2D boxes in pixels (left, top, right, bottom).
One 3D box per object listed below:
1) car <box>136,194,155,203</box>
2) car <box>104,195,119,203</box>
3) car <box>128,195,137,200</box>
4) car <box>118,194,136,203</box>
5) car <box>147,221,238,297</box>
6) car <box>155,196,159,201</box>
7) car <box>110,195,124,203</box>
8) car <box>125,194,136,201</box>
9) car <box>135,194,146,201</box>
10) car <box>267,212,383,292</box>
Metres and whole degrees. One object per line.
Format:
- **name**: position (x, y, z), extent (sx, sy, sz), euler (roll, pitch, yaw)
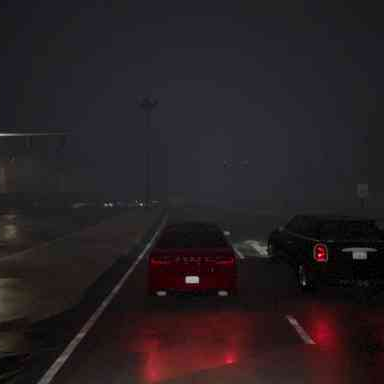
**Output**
- **car**: position (-9.276, 1.473, 66.950), extent (2.128, 1.511, 4.902), euler (0, 0, 1)
- **car**: position (-16.263, 1.483, 66.644), extent (2.128, 1.511, 4.902), euler (0, 0, 0)
- **car**: position (-16.245, 1.494, 91.006), extent (1.812, 1.442, 4.674), euler (0, 0, 0)
- **car**: position (-12.768, 1.456, 66.766), extent (1.882, 1.535, 5.008), euler (0, 0, 0)
- **car**: position (0.010, 1.475, 8.639), extent (1.882, 1.535, 5.008), euler (0, 0, 0)
- **car**: position (-9.249, 1.568, 82.355), extent (1.895, 1.301, 4.718), euler (0, 0, 0)
- **car**: position (-16.254, 1.454, 72.033), extent (1.882, 1.535, 5.008), euler (0, 0, 0)
- **car**: position (-16.246, 1.321, 87.631), extent (2.097, 1.767, 4.553), euler (0, 0, 0)
- **car**: position (-12.749, 1.328, 82.258), extent (2.097, 1.767, 4.553), euler (0, 0, 0)
- **car**: position (3.510, 1.349, 9.080), extent (2.097, 1.767, 4.553), euler (0, 0, 0)
